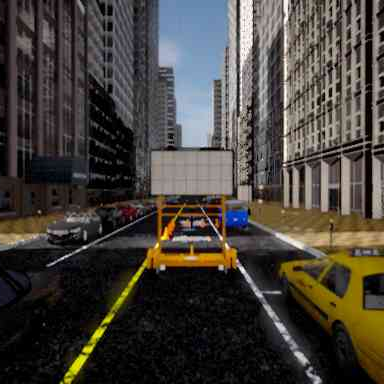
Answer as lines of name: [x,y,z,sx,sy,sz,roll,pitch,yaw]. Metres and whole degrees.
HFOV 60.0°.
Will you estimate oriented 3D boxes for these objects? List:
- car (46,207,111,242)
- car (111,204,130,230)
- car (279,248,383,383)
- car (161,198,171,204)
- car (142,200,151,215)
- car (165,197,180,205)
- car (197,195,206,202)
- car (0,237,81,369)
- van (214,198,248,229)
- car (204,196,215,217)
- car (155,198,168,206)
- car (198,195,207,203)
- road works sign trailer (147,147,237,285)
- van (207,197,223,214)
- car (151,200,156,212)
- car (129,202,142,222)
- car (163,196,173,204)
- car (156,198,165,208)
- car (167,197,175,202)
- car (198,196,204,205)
car: [-5.708,1.643,16.570,2.008,1.369,4.403,-1,0,0]
car: [-5.711,1.690,22.254,1.947,1.339,4.313,-1,0,0]
car: [2.679,1.556,5.378,1.752,1.417,4.829,-1,0,0]
car: [-5.742,1.989,73.405,1.802,1.307,4.206,-1,0,0]
car: [-5.719,1.738,33.621,2.008,1.369,4.403,-1,0,0]
car: [-3.060,1.868,57.648,2.033,1.411,5.357,0,0,0]
car: [2.626,1.815,90.464,2.192,1.841,5.009,-1,0,0]
car: [-3.104,1.567,3.459,2.033,1.411,5.357,0,0,0]
van: [2.667,1.466,22.260,1.690,1.788,3.998,-1,0,0]
car: [2.660,1.503,33.627,2.192,1.841,5.009,-1,0,0]
car: [-5.735,1.895,62.038,2.008,1.369,4.403,-1,0,0]
car: [2.630,1.784,84.779,2.192,1.841,5.009,-1,0,0]
road works sign trailer: [-0.005,0.518,9.612,2.380,3.560,2.880,0,0,0]
van: [2.657,1.560,39.311,1.690,1.788,3.998,-1,0,0]
car: [-5.721,1.801,39.304,1.802,1.307,4.206,-1,0,0]
car: [-5.715,1.700,27.938,1.887,1.381,4.507,-1,0,0]
car: [-5.746,1.878,79.090,1.967,1.590,4.097,-1,0,0]
car: [-5.729,1.833,50.672,2.008,1.369,4.403,-1,0,0]
car: [-5.752,2.025,90.287,1.752,1.417,4.829,-1,0,0]
car: [2.646,1.896,62.043,2.008,1.369,4.403,-1,0,0]
